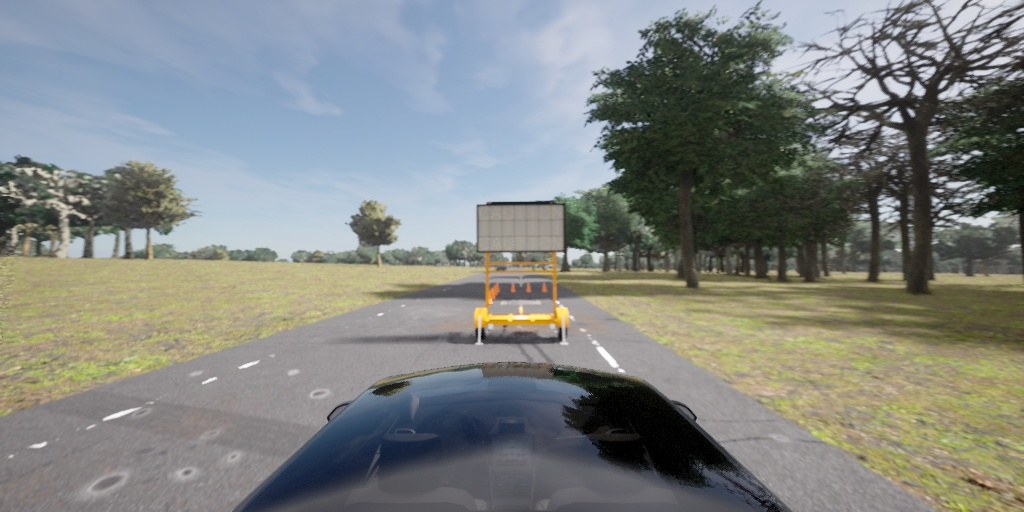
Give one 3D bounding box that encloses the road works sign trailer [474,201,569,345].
[{"bbox_3d":[0.256,0.313,9.820,2.380,3.560,2.880,0,0,1],"label":"road works sign trailer"}]
